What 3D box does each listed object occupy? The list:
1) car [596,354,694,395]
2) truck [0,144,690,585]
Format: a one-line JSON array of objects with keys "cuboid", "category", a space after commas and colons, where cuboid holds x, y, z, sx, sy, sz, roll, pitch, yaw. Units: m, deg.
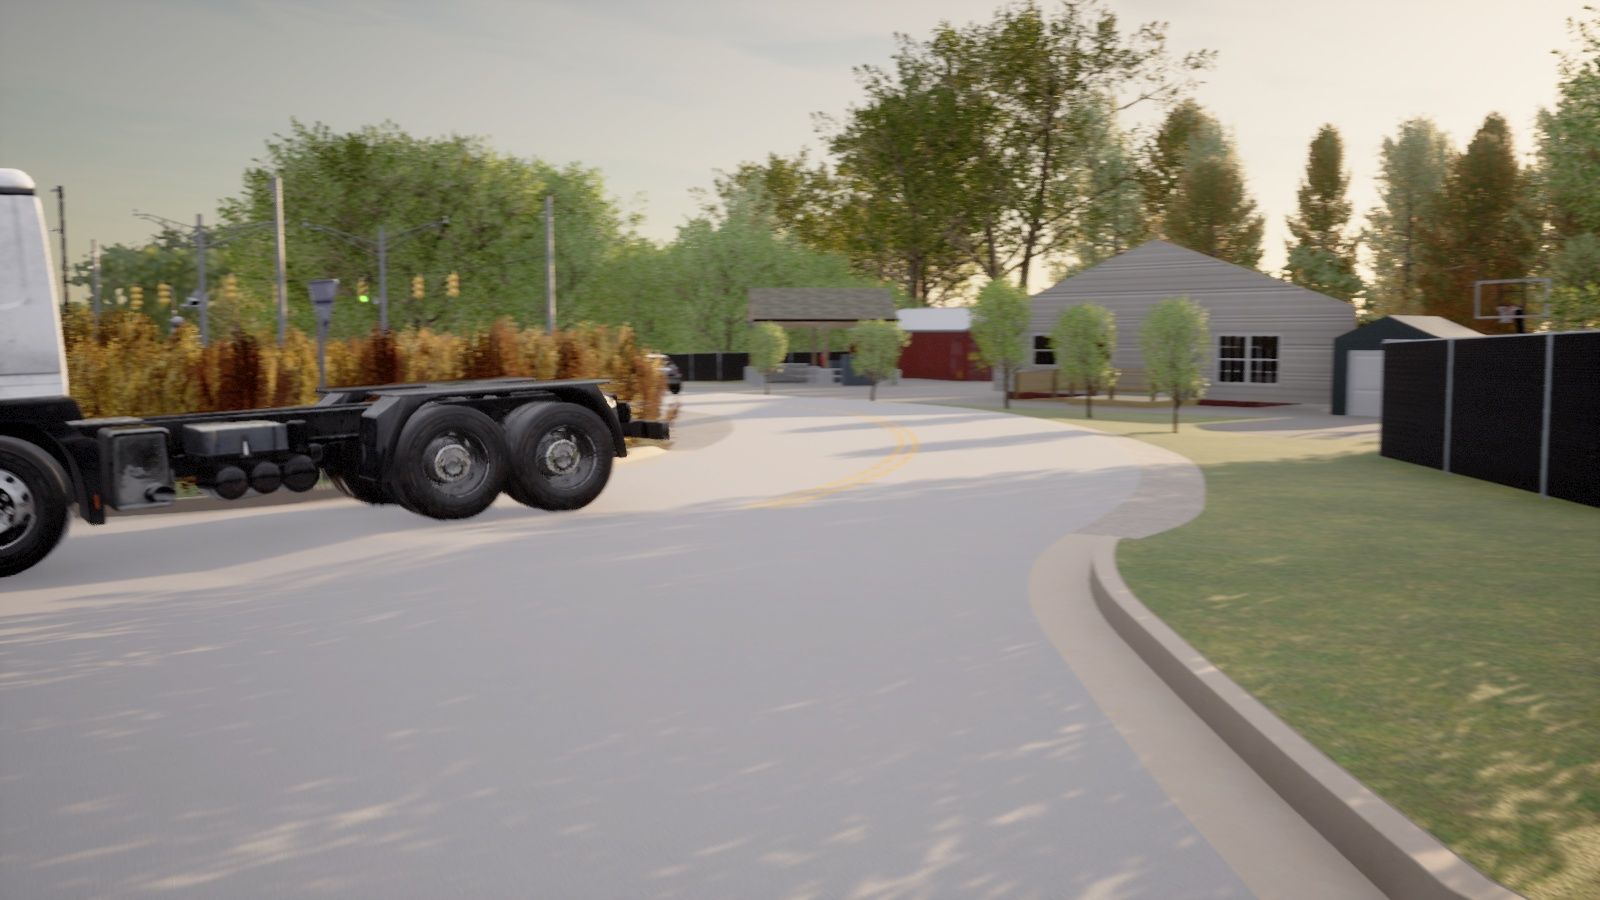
[{"cuboid": [-5.904, -2.884, 47.535, 1.970, 1.475, 3.806, -4, 6, -38], "category": "car"}, {"cuboid": [-5.337, -0.933, 12.333, 7.936, 3.462, 2.891, -6, 7, -34], "category": "truck"}]
